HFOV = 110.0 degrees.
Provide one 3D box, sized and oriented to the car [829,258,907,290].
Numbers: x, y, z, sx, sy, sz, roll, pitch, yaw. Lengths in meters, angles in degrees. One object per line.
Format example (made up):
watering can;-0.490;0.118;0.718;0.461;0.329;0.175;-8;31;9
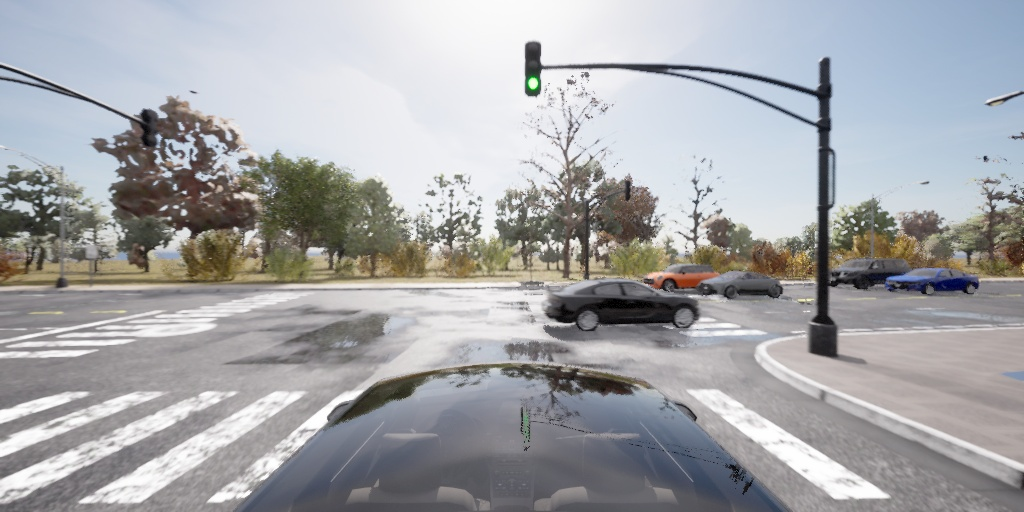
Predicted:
car;24.599;1.205;24.870;5.566;2.045;2.150;-1;0;-10

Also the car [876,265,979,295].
car;25.337;1.485;21.703;5.008;1.535;1.882;0;0;-10

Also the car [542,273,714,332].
car;3.476;1.454;11.518;5.008;1.535;1.882;0;0;-8

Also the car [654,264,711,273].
car;10.604;1.300;22.583;4.553;1.767;2.097;0;0;-9

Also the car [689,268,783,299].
car;12.354;1.533;19.570;4.181;1.385;1.994;0;0;-9
